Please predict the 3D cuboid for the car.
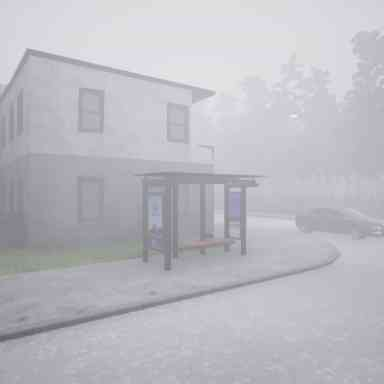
[{"bbox_3d":[7.575,1.505,17.061,1.837,1.490,4.892,0,0,-32],"label":"car"}]
